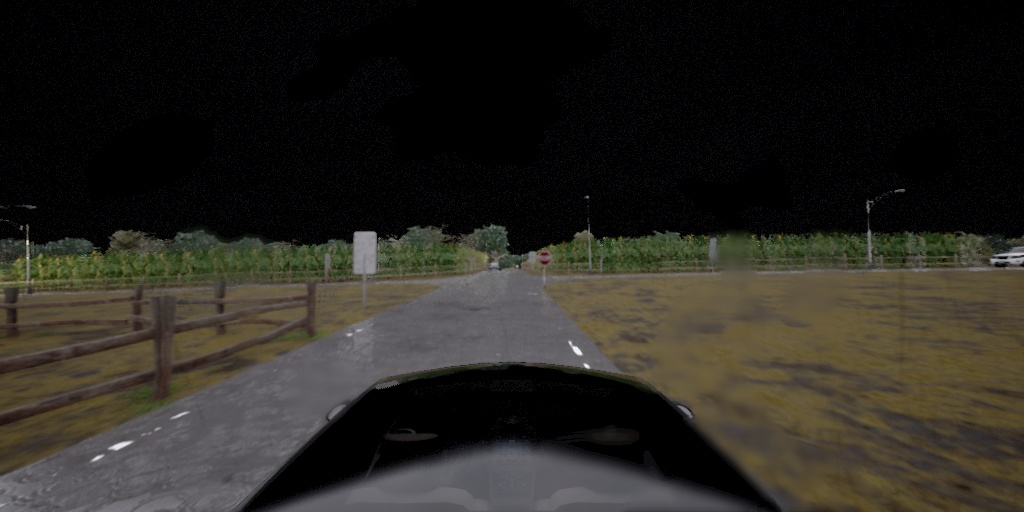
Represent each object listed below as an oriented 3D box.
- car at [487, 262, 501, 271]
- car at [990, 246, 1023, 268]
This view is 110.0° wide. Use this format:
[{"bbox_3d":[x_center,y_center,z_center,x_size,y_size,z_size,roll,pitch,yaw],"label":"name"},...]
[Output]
[{"bbox_3d":[-2.752,1.705,57.319,1.812,1.442,4.674,0,0,0],"label":"car"},{"bbox_3d":[49.067,0.077,33.930,5.566,2.045,2.150,-1,-1,0],"label":"car"}]
